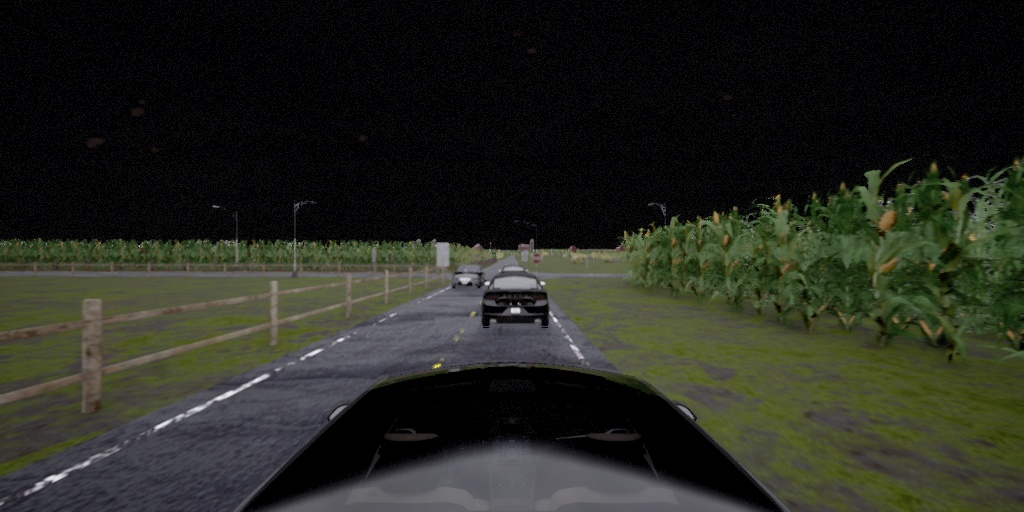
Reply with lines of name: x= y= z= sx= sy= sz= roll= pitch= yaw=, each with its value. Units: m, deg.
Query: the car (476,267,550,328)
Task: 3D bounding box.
car: x=0.102 y=1.268 z=11.674 sx=1.882 sy=1.535 sz=5.008 roll=0 pitch=0 yaw=0

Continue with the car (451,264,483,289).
car: x=-2.777 y=1.324 z=23.745 sx=2.128 sy=1.511 sz=4.902 roll=0 pitch=0 yaw=1

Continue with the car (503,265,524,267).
car: x=0.104 y=1.309 z=23.746 sx=1.882 sy=1.535 sz=5.008 roll=0 pitch=0 yaw=0
